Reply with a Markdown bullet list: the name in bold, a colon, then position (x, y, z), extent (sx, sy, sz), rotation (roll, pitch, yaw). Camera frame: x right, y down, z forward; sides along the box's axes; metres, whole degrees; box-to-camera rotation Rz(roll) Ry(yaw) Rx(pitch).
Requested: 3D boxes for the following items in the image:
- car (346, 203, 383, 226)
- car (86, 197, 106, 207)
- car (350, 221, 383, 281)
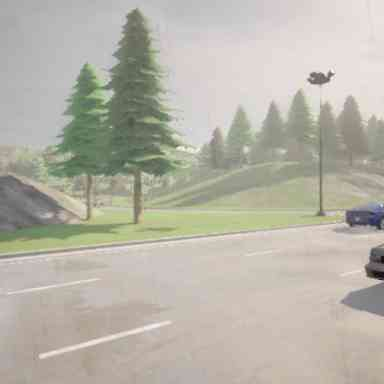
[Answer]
- **car**: position (11.476, 1.396, 20.473), extent (5.008, 1.535, 1.882), rotation (0, 0, -35)
- **car**: position (-14.539, 1.540, 50.263), extent (1.812, 1.442, 4.674), rotation (0, 0, -36)
- **car**: position (6.447, 1.506, 8.326), extent (5.357, 1.411, 2.033), rotation (0, 0, -35)
